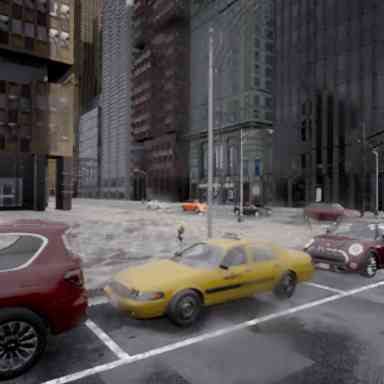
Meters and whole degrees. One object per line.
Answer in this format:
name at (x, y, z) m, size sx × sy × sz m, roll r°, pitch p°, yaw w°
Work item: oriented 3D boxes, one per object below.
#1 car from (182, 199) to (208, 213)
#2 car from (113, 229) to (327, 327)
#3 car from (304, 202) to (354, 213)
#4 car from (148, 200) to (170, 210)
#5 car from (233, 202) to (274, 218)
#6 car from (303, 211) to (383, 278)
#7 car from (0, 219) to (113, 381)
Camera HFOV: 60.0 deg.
car at (0.617, 1.767, 43.606) m, size 2.097 × 1.767 × 4.553 m, roll 1°, pitch 0°, yaw -36°
car at (0.632, 1.580, 7.103) m, size 4.829 × 1.417 × 1.752 m, roll 1°, pitch -1°, yaw -36°
car at (11.724, 1.710, 28.005) m, size 2.097 × 1.767 × 4.553 m, roll 1°, pitch 0°, yaw -35°
car at (-5.244, 1.970, 51.875) m, size 1.812 × 1.442 × 4.674 m, roll 1°, pitch 0°, yaw -36°
car at (6.479, 1.890, 35.359) m, size 1.837 × 1.490 × 4.892 m, roll 1°, pitch -1°, yaw -35°
car at (5.331, 1.564, 10.457) m, size 4.097 × 1.590 × 1.967 m, roll 1°, pitch -1°, yaw -36°
car at (-3.788, 1.304, 3.951) m, size 5.009 × 1.841 × 2.192 m, roll 1°, pitch -1°, yaw -36°
